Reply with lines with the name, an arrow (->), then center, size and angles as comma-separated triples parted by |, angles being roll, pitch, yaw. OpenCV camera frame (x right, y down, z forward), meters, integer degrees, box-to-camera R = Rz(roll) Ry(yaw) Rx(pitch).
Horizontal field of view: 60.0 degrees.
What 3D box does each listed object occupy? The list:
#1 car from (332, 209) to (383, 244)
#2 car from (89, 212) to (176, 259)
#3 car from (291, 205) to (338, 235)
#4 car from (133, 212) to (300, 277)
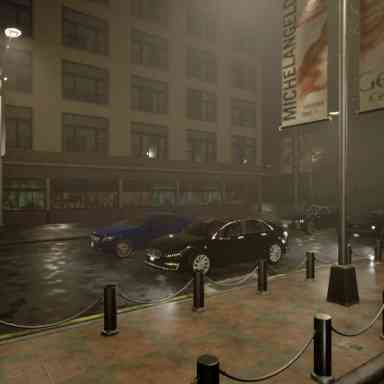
car -> 9.076, 1.601, 16.036 | 4.718, 1.301, 1.895 | 0, 0, -35
car -> -1.514, 1.526, 12.764 | 4.674, 1.442, 1.812 | 0, 0, -35
car -> 6.851, 1.492, 18.746 | 4.902, 1.511, 2.128 | 0, 0, -35
car -> 0.918, 1.505, 10.195 | 4.892, 1.490, 1.837 | 0, 0, -36
